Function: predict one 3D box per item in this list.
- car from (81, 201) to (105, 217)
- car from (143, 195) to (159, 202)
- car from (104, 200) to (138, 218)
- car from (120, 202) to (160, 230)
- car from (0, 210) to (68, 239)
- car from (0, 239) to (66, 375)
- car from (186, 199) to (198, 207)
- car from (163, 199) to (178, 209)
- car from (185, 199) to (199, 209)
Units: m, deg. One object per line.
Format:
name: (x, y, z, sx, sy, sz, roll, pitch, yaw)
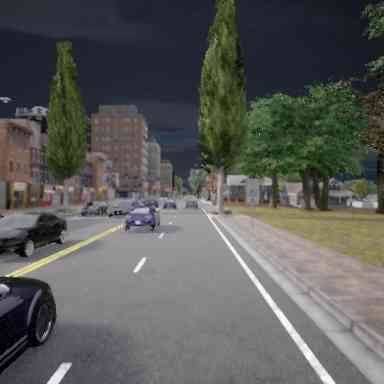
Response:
car: (-9.853, 1.675, 34.044, 1.837, 1.490, 4.892, 0, 0, 0)
car: (-6.515, 1.525, 53.297, 2.150, 2.045, 5.566, 0, -1, 0)
car: (-6.604, 1.715, 31.668, 1.994, 1.385, 4.181, 0, 0, 0)
car: (-3.157, 1.621, 21.751, 1.812, 1.442, 4.674, 0, 0, 0)
car: (-6.604, 1.541, 13.250, 1.882, 1.535, 5.008, 0, 0, 0)
car: (-3.143, 1.546, 3.633, 1.994, 1.385, 4.181, 0, 0, 0)
car: (-0.015, 1.927, 58.444, 1.895, 1.301, 4.718, 0, -1, 0)
car: (-3.257, 1.785, 49.535, 1.812, 1.442, 4.674, 0, 0, 0)
car: (-0.013, 1.741, 49.208, 2.128, 1.511, 4.902, 0, 0, 0)
